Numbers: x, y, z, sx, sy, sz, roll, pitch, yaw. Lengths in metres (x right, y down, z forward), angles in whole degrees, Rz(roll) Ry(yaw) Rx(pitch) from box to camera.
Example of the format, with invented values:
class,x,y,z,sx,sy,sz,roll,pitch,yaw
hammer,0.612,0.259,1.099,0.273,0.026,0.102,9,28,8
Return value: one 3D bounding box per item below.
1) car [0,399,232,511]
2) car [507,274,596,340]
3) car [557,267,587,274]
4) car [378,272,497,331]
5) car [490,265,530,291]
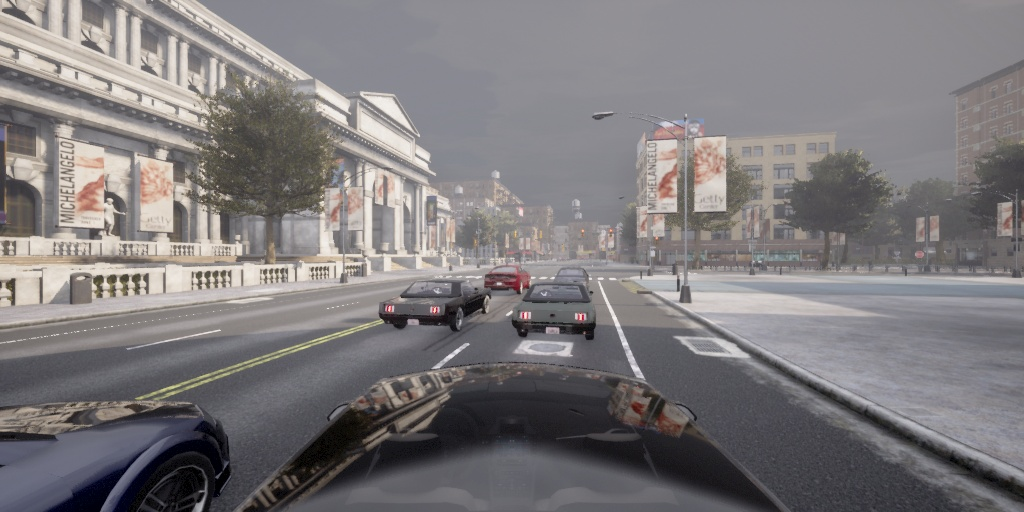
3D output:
class,x,y,z,sx,sy,sz,roll,pitch,yaw
car,-3.157,1.314,1.070,1.994,1.385,4.181,0,0,-2
car,1.325,1.351,10.048,1.895,1.301,4.718,0,0,11
car,3.260,1.297,19.398,2.033,1.411,5.357,0,0,12
car,-2.019,1.351,11.058,1.895,1.301,4.718,0,0,11
car,-0.133,1.228,20.209,1.882,1.535,5.008,0,0,12
